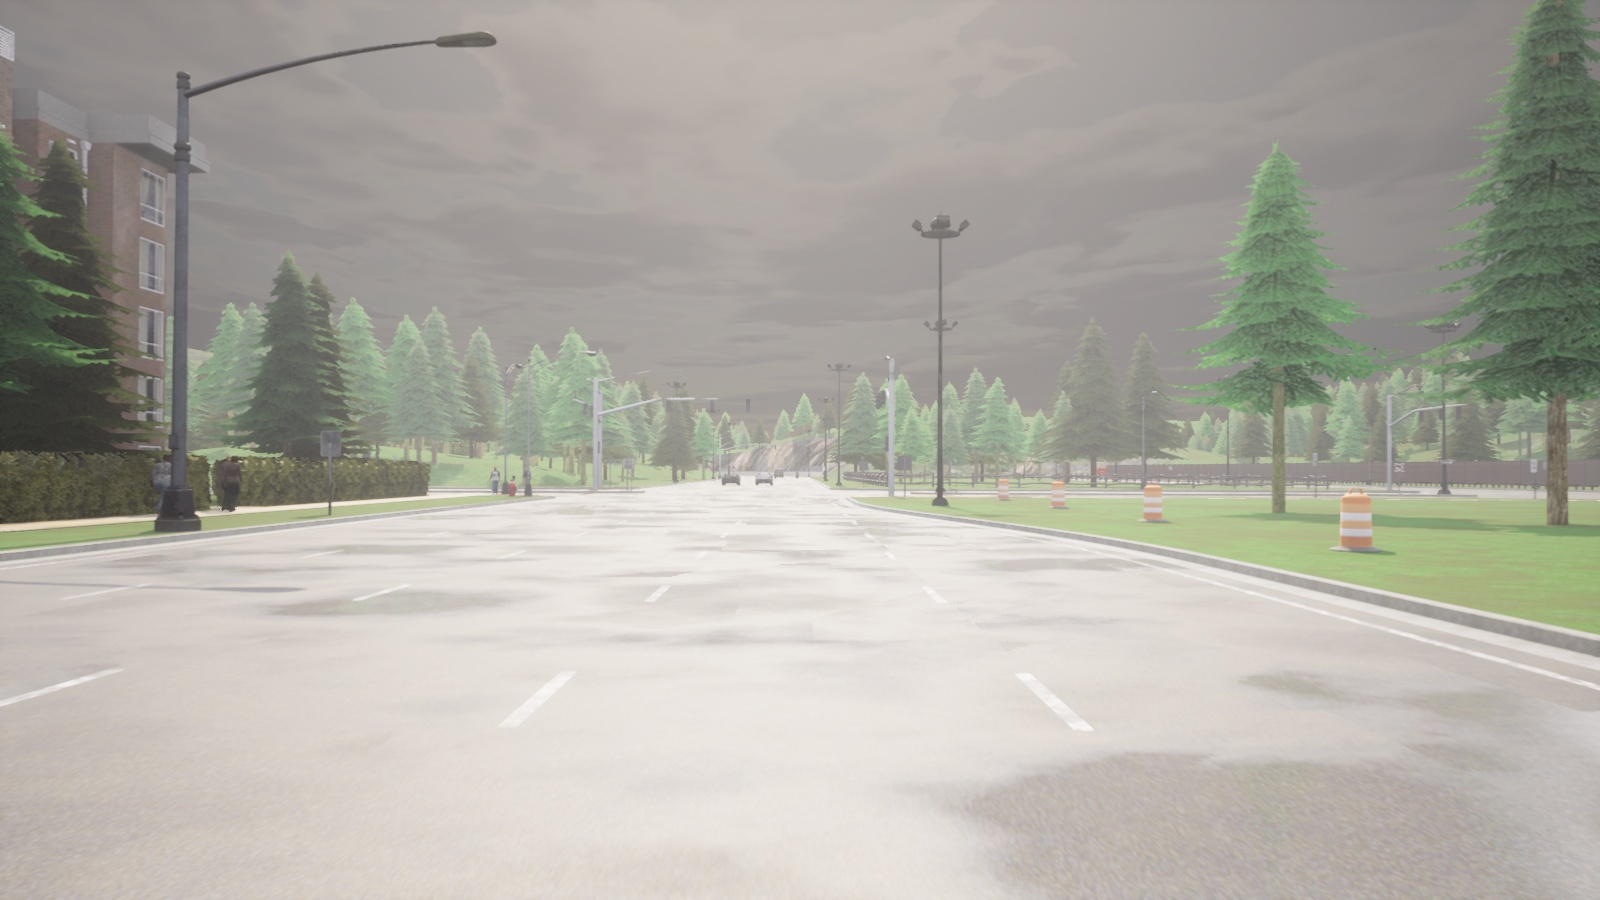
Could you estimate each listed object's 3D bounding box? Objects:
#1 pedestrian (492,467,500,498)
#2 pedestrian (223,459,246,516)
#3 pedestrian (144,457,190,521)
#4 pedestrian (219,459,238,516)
[{"bbox_3d":[-17.977,1.918,74.273,0.354,1.836,0.706,0,-1,-1],"label":"pedestrian"},{"bbox_3d":[-18.101,1.189,40.198,0.328,1.805,0.869,0,-1,0],"label":"pedestrian"},{"bbox_3d":[-18.645,1.137,36.988,0.874,1.855,0.900,0,-1,1],"label":"pedestrian"},{"bbox_3d":[-18.659,1.205,41.004,0.331,1.846,0.634,0,-1,0],"label":"pedestrian"}]
